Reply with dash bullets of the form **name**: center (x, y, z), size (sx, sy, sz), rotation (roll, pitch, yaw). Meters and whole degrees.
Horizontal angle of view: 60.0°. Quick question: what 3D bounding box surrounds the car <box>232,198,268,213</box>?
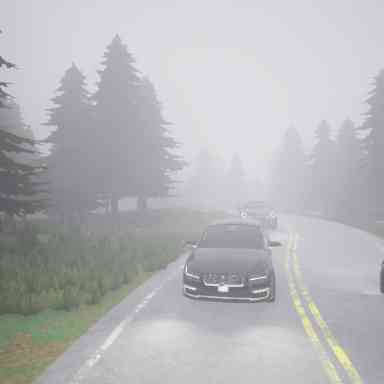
- **car**: center (6.157, 1.411, 35.729), size (1.837, 1.490, 4.892), rotation (2, -1, -16)

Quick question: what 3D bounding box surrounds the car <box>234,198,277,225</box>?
- **car**: center (3.850, 1.271, 20.357), size (2.097, 1.767, 4.553), rotation (-1, 0, 5)

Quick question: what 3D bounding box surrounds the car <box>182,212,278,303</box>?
- **car**: center (1.080, 1.496, 8.400), size (1.837, 1.490, 4.892), rotation (-1, 0, 12)

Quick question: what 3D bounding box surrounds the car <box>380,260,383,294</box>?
- **car**: center (4.488, 1.309, 4.635), size (2.097, 1.767, 4.553), rotation (-1, 0, 8)

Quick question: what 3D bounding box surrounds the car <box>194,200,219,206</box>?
- **car**: center (1.862, 1.799, 44.849), size (1.812, 1.442, 4.674), rotation (3, -5, -35)
